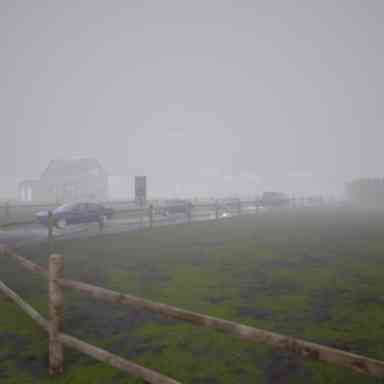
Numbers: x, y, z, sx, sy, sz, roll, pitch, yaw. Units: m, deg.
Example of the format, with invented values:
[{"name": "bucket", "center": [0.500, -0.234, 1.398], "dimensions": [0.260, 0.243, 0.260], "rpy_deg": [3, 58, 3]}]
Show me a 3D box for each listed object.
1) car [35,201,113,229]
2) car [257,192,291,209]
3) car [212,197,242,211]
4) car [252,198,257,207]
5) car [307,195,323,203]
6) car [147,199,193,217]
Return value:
[{"name": "car", "center": [-7.309, 1.355, 20.986], "dimensions": [1.882, 1.535, 5.008], "rpy_deg": [0, 0, 36]}, {"name": "car", "center": [10.572, 0.966, 41.727], "dimensions": [2.150, 2.045, 5.566], "rpy_deg": [0, 0, 35]}, {"name": "car", "center": [4.004, 1.296, 37.369], "dimensions": [1.837, 1.490, 4.892], "rpy_deg": [0, 0, 34]}, {"name": "car", "center": [9.917, 1.246, 45.924], "dimensions": [1.837, 1.490, 4.892], "rpy_deg": [0, 0, 34]}, {"name": "car", "center": [21.108, 1.213, 57.040], "dimensions": [1.994, 1.385, 4.181], "rpy_deg": [0, 0, 34]}, {"name": "car", "center": [-1.851, 1.328, 28.861], "dimensions": [2.128, 1.511, 4.902], "rpy_deg": [0, 0, 35]}]
